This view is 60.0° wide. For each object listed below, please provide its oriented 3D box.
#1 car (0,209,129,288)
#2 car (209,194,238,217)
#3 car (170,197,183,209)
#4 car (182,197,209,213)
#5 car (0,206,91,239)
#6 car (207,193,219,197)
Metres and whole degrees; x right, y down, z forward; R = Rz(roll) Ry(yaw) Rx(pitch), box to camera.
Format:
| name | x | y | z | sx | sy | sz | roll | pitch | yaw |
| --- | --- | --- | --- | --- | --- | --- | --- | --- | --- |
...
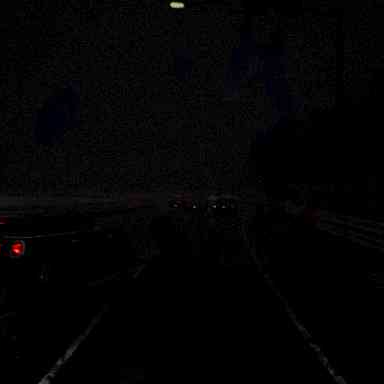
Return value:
| name | x | y | z | sx | sy | sz | roll | pitch | yaw |
| --- | --- | --- | --- | --- | --- | --- | --- | --- | --- |
| car | -3.759 | 1.329 | 9.558 | 2.097 | 1.767 | 4.553 | 0 | 0 | 24 |
| car | 3.197 | 1.366 | 31.627 | 2.097 | 1.767 | 4.553 | 0 | 0 | 11 |
| car | -1.867 | 1.486 | 45.437 | 1.837 | 1.490 | 4.892 | 1 | 0 | 4 |
| car | 0.591 | 1.561 | 36.928 | 1.994 | 1.385 | 4.181 | 0 | 0 | 9 |
| car | -7.805 | 1.546 | 18.124 | 1.895 | 1.301 | 4.718 | 0 | 0 | 20 |
| car | 4.351 | 1.234 | 69.145 | 2.150 | 2.045 | 5.566 | 1 | 0 | -9 |
